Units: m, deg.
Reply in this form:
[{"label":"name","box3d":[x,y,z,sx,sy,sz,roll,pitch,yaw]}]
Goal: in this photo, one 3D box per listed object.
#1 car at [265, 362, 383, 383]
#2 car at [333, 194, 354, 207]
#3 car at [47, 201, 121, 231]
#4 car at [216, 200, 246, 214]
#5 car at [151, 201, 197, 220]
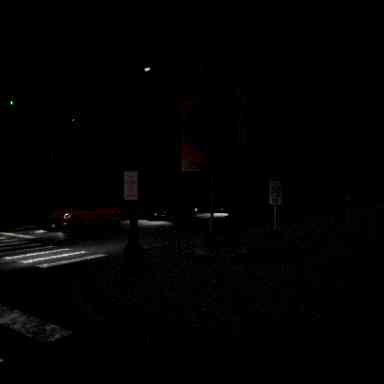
[{"label":"car","box3d":[2.194,1.551,1.277,4.403,1.369,2.008,0,0,36]},{"label":"car","box3d":[24.099,1.347,52.878,2.150,2.045,5.566,0,0,35]},{"label":"car","box3d":[-6.704,1.370,21.012,2.097,1.767,4.553,0,0,35]},{"label":"car","box3d":[4.335,1.616,36.570,1.994,1.385,4.181,0,0,36]},{"label":"car","box3d":[-1.468,1.538,28.396,1.837,1.490,4.892,0,0,36]}]
